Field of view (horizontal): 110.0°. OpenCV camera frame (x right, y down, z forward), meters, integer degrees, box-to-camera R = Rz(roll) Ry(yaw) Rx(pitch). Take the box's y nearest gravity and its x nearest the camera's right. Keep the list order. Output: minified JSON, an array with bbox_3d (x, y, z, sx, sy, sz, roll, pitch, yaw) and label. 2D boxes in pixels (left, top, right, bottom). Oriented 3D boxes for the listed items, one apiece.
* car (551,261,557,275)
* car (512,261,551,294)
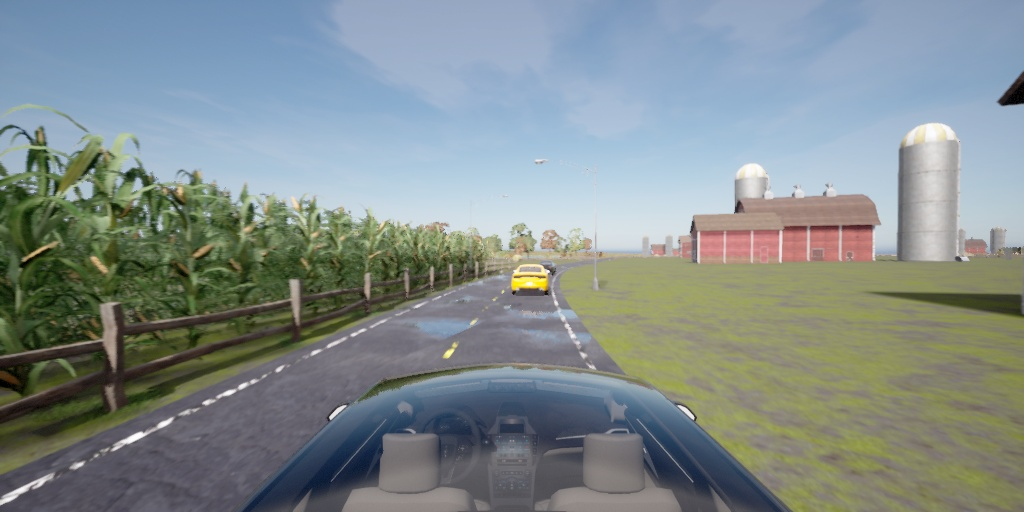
[{"bbox_3d":[3.726,1.233,38.540,1.812,1.442,4.674,0,0,11],"label":"car"},{"bbox_3d":[1.086,1.218,20.113,1.882,1.535,5.008,0,0,5],"label":"car"}]
